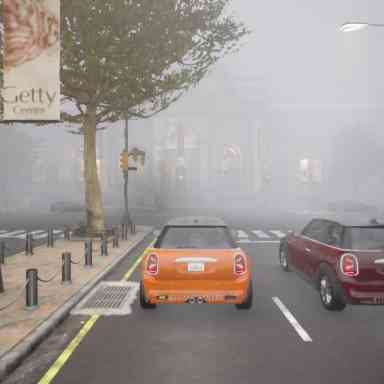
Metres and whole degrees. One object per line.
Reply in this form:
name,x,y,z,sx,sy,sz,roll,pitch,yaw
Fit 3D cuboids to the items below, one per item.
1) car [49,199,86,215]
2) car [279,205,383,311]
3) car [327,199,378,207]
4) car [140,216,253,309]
car,-11.597,1.491,33.099,4.902,1.511,2.128,0,0,0
car,3.585,1.352,7.933,2.097,1.767,4.553,0,0,0
car,15.871,1.491,32.950,4.902,1.511,2.128,0,0,0
car,0.086,1.352,8.030,2.097,1.767,4.553,0,0,0
